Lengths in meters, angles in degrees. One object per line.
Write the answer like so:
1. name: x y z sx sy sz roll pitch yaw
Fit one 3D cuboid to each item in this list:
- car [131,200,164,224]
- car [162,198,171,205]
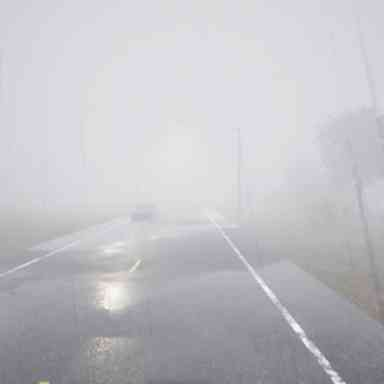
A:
1. car: -3.594 1.606 26.394 1.882 1.535 5.008 0 0 0
2. car: -5.272 1.942 68.030 1.895 1.301 4.718 0 0 -7
